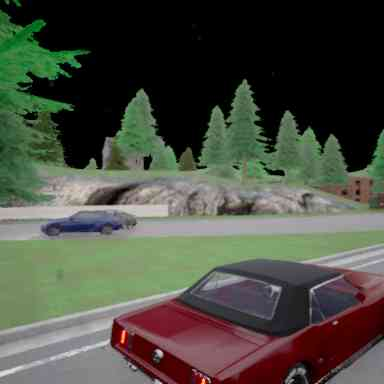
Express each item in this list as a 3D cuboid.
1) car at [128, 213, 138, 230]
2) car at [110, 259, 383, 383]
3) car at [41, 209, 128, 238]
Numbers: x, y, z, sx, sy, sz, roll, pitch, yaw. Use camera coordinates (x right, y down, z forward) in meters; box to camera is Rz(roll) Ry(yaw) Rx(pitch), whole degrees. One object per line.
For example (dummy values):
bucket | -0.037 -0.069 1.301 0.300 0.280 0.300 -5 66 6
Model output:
car | -5.873 1.871 23.098 4.181 1.385 1.994 0 -1 -10
car | 1.398 1.653 4.724 4.718 1.301 1.895 0 -1 -41
car | -6.276 1.794 19.429 4.674 1.442 1.812 0 -1 -11
